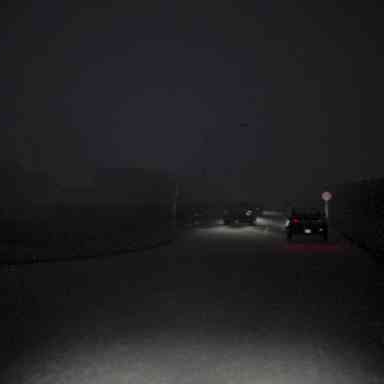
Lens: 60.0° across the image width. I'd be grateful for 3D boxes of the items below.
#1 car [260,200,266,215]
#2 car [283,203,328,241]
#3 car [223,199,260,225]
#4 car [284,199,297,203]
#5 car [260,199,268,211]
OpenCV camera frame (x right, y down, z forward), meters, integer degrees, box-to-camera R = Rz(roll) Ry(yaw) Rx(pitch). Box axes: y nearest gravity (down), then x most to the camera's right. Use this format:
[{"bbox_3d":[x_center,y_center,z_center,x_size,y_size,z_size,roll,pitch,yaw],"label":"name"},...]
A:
[{"bbox_3d":[6.245,1.760,34.337,1.895,1.301,4.718,-1,0,16],"label":"car"},{"bbox_3d":[5.787,1.535,17.096,2.128,1.511,4.902,-1,0,15],"label":"car"},{"bbox_3d":[3.712,1.482,25.319,2.097,1.767,4.553,-1,0,16],"label":"car"},{"bbox_3d":[14.880,1.756,50.258,1.895,1.301,4.718,-1,0,15],"label":"car"},{"bbox_3d":[9.096,1.669,44.376,1.882,1.535,5.008,-1,0,15],"label":"car"}]
